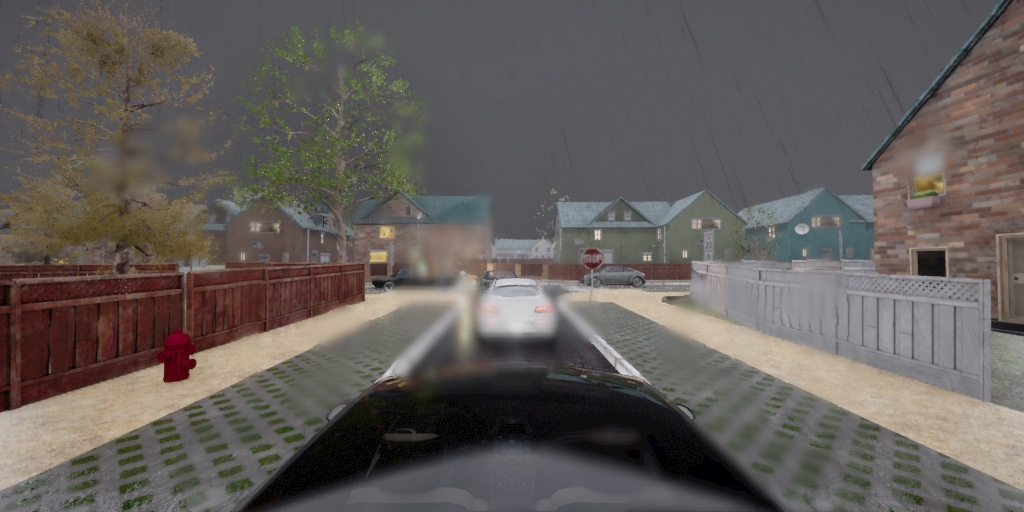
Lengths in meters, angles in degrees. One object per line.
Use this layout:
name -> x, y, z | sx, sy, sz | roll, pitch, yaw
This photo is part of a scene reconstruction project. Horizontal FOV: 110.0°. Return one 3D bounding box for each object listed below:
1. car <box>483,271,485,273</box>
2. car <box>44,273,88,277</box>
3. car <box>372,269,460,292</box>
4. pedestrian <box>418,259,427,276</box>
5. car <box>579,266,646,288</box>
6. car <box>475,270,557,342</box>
car -> -0.745, 1.366, 18.461 | 1.895, 1.301, 4.718 | 0, -1, -12
car -> -25.593, 1.632, 21.133 | 4.718, 1.301, 1.895 | -1, -1, 1
car -> -5.469, 1.416, 20.849 | 4.718, 1.301, 1.895 | -1, -1, 1
pedestrian -> -6.683, 1.118, 26.736 | 0.375, 1.860, 0.375 | 0, -1, 1
car -> 6.554, 1.344, 23.631 | 4.181, 1.385, 1.994 | 0, -1, 1
car -> 0.109, 1.279, 9.642 | 1.812, 1.442, 4.674 | 0, 0, 0
